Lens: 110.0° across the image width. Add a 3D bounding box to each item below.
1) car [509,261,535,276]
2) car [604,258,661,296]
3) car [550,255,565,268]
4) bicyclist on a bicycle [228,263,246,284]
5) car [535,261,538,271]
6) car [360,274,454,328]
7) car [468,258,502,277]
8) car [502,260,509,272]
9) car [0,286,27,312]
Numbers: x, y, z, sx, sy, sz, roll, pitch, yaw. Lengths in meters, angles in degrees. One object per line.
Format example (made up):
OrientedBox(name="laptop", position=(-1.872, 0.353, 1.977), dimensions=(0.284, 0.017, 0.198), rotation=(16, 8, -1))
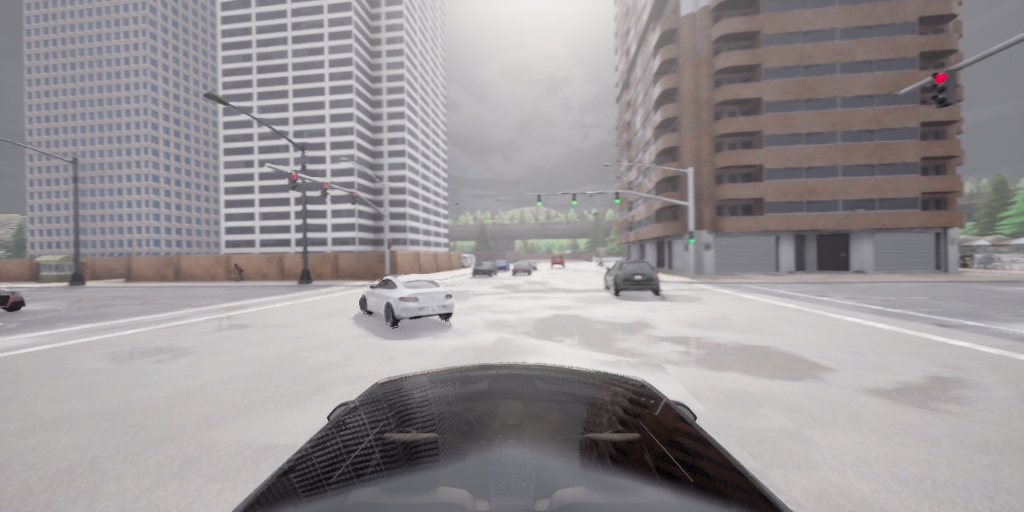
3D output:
OrientedBox(name="car", position=(1.104, 1.229, 37.213), dimensions=(1.812, 1.442, 4.674), rotation=(-1, 0, 7))
OrientedBox(name="car", position=(6.018, 0.988, 18.471), dimensions=(2.097, 1.767, 4.553), rotation=(-1, 0, 7))
OrientedBox(name="car", position=(7.322, 0.805, 57.389), dimensions=(2.150, 2.045, 5.566), rotation=(-1, 0, 7))
OrientedBox(name="bicyclist on a bicycle", position=(-22.146, 1.399, 28.926), dimensions=(0.582, 1.620, 1.656), rotation=(-1, 0, 7))
OrientedBox(name="car", position=(2.374, 1.275, 47.112), dimensions=(1.895, 1.301, 4.718), rotation=(-1, 0, 8))
OrientedBox(name="car", position=(-3.516, 1.326, 11.743), dimensions=(1.812, 1.442, 4.674), rotation=(0, 0, -36))
OrientedBox(name="car", position=(-2.620, 1.244, 35.646), dimensions=(1.882, 1.535, 5.008), rotation=(-1, 0, 7))
OrientedBox(name="car", position=(-1.356, 1.215, 45.587), dimensions=(1.882, 1.535, 5.008), rotation=(-1, 0, 8))
OrientedBox(name="car", position=(-22.262, 1.676, 14.339), dimensions=(4.181, 1.385, 1.994), rotation=(-1, 0, 7))
